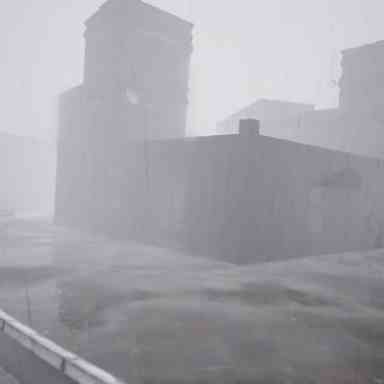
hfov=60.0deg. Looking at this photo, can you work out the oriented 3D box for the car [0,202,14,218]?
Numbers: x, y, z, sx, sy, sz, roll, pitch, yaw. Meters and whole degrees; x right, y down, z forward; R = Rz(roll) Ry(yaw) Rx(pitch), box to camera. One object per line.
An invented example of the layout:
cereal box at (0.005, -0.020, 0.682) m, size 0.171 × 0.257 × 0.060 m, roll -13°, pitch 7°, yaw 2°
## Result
car at (-20.468, 1.796, 34.813) m, size 2.097 × 1.767 × 4.553 m, roll 4°, pitch -2°, yaw -7°
